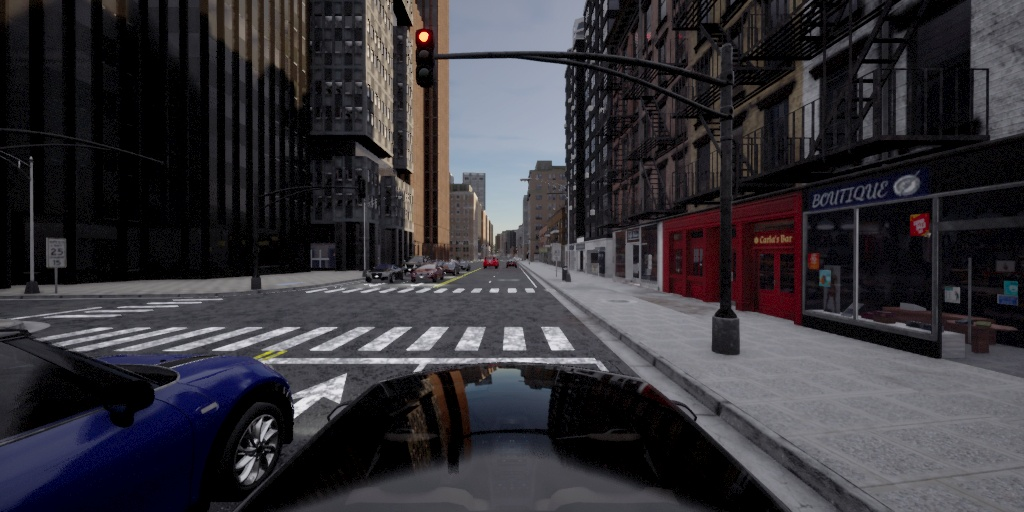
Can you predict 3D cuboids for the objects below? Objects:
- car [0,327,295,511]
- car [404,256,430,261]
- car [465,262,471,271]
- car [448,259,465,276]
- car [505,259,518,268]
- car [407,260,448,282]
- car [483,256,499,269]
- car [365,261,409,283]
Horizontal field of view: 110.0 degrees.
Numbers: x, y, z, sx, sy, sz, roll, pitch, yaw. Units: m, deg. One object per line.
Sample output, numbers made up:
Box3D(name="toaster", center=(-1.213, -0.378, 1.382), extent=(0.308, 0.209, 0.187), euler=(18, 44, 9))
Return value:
Box3D(name="car", center=(-3.146, 1.102, 1.601), extent=(2.097, 1.767, 4.553), euler=(0, 0, 0))
Box3D(name="car", center=(-9.952, 0.981, 37.673), extent=(2.150, 2.045, 5.566), euler=(0, 0, 0))
Box3D(name="car", center=(-6.728, 1.327, 48.388), extent=(1.994, 1.385, 4.181), euler=(0, 0, 0))
Box3D(name="car", center=(-6.705, 1.307, 38.428), extent=(2.033, 1.411, 5.357), euler=(0, 0, 0))
Box3D(name="car", center=(-0.086, 1.272, 61.844), extent=(1.837, 1.490, 4.892), euler=(0, 0, 0))
Box3D(name="car", center=(-6.675, 1.282, 28.747), extent=(1.812, 1.442, 4.674), euler=(0, 0, 0))
Box3D(name="car", center=(-3.423, 0.988, 58.060), extent=(2.150, 2.045, 5.566), euler=(0, 0, 0))
Box3D(name="car", center=(-9.915, 1.320, 28.338), extent=(1.994, 1.385, 4.181), euler=(0, 0, 1))
